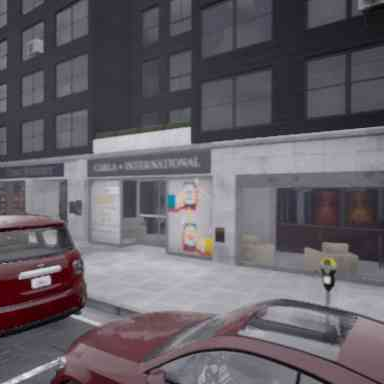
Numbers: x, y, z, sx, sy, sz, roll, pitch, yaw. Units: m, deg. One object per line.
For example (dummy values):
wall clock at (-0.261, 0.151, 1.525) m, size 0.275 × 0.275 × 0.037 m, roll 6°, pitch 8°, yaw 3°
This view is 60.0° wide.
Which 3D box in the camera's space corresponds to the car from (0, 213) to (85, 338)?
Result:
car at (-3.992, 1.296, 5.910) m, size 5.009 × 1.841 × 2.192 m, roll 0°, pitch 0°, yaw 35°

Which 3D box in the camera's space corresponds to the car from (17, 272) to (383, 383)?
car at (0.622, 1.579, 2.633) m, size 4.206 × 1.307 × 1.802 m, roll 0°, pitch 0°, yaw 35°
